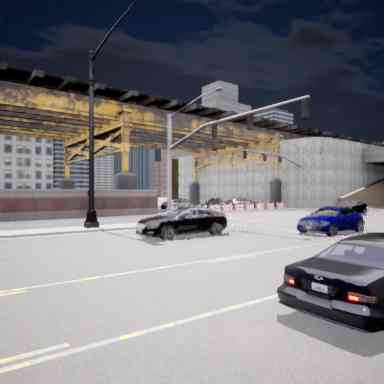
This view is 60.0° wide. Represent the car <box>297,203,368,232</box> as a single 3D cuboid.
[{"bbox_3d":[7.693,1.526,18.188,4.674,1.442,1.812,0,0,-38],"label":"car"}]

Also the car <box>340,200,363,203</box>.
[{"bbox_3d":[15.045,1.491,31.603,4.902,1.511,2.128,0,0,-44],"label":"car"}]

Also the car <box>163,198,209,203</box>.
[{"bbox_3d":[-0.949,1.452,37.788,4.974,1.542,2.038,0,0,8],"label":"car"}]

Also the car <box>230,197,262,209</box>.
[{"bbox_3d":[6.656,1.294,44.224,4.536,1.218,1.853,0,0,-7],"label":"car"}]

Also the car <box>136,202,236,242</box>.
[{"bbox_3d":[-0.395,1.491,16.622,4.902,1.511,2.128,0,0,-36],"label":"car"}]

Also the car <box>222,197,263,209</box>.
[{"bbox_3d":[6.708,1.452,44.231,4.974,1.542,2.038,0,0,-7],"label":"car"}]

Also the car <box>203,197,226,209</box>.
[{"bbox_3d":[2.812,1.295,40.521,1.853,1.218,4.536,0,0,18],"label":"car"}]

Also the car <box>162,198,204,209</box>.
[{"bbox_3d":[-1.001,1.295,37.795,4.536,1.218,1.853,0,0,8],"label":"car"}]

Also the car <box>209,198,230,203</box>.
[{"bbox_3d":[2.796,1.452,40.472,2.038,1.542,4.974,0,0,18],"label":"car"}]

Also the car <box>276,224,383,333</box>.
[{"bbox_3d":[4.050,1.547,6.664,5.357,1.411,2.033,0,0,-35],"label":"car"}]
